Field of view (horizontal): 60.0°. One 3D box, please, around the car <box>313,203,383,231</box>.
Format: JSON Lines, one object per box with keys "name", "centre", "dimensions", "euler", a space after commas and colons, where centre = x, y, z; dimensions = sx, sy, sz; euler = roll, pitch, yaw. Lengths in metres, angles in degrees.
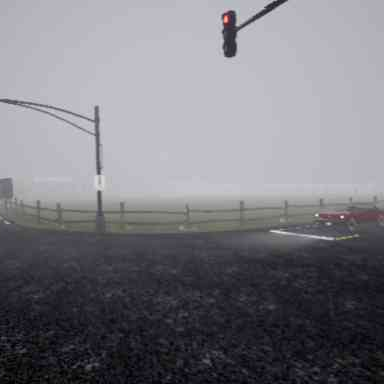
{"name": "car", "centre": [8.756, 1.269, 18.186], "dimensions": [4.718, 1.301, 1.895], "euler": [-1, 1, -34]}
